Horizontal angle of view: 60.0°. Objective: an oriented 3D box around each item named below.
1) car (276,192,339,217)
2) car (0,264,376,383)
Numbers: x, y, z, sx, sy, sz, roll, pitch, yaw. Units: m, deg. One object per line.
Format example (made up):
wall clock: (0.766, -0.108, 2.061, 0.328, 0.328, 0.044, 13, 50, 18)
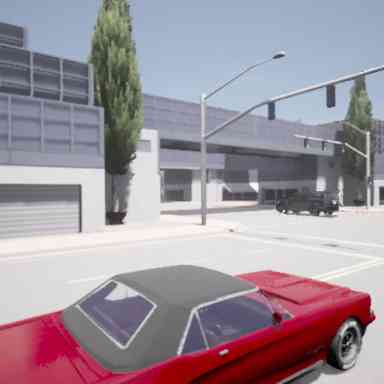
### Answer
car: (10.005, 0.988, 29.177, 2.150, 2.045, 5.566, 0, 0, -36)
car: (0.187, 1.579, 3.958, 4.718, 1.301, 1.895, -1, 0, -35)
